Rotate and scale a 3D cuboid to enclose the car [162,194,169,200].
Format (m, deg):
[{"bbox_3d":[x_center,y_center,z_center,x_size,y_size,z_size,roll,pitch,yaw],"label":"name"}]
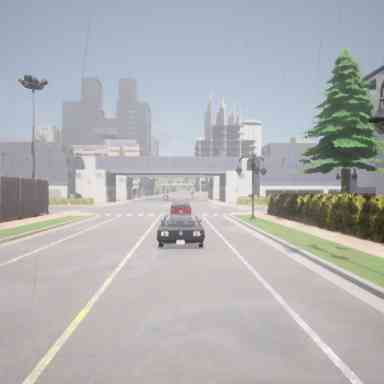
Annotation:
[{"bbox_3d":[-7.187,1.435,91.478,2.128,1.511,4.902,0,0,-2],"label":"car"}]

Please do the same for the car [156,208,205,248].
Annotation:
[{"bbox_3d":[-0.492,1.600,14.730,1.895,1.301,4.718,0,0,-2],"label":"car"}]

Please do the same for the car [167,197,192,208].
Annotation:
[{"bbox_3d":[-0.986,1.454,29.692,1.882,1.535,5.008,0,0,-2],"label":"car"}]
